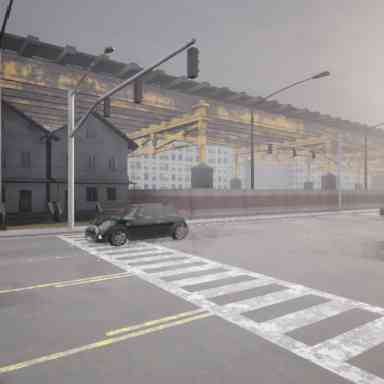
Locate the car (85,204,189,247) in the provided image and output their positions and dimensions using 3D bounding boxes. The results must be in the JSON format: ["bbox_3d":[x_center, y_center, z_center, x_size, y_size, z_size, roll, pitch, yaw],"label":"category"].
[{"bbox_3d":[-2.440,1.352,15.142,4.553,1.767,2.097,0,0,-35],"label":"car"}]

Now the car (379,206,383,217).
[{"bbox_3d":[18.958,1.492,30.378,4.902,1.511,2.128,0,0,-35],"label":"car"}]
